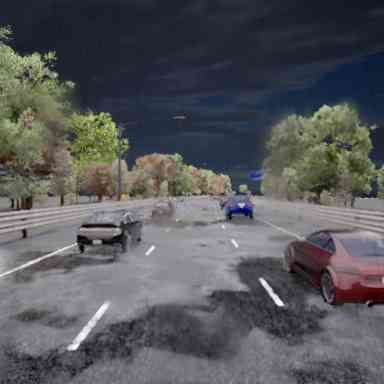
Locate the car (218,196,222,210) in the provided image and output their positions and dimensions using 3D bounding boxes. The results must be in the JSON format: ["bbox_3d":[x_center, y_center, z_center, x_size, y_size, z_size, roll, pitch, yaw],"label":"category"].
[{"bbox_3d":[4.933,1.687,46.413,1.837,1.490,4.892,0,0,3],"label":"car"}]

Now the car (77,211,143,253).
[{"bbox_3d":[-3.243,1.532,13.936,2.128,1.511,4.902,0,0,1],"label":"car"}]

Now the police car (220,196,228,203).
[{"bbox_3d":[7.610,1.768,79.044,1.930,1.638,5.238,0,0,6],"label":"police car"}]

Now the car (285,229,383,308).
[{"bbox_3d":[3.669,1.590,8.074,1.994,1.385,4.181,0,0,1],"label":"car"}]

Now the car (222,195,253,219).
[{"bbox_3d":[4.232,1.329,30.301,2.150,2.045,5.566,0,-1,3],"label":"car"}]

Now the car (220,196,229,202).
[{"bbox_3d":[8.790,1.896,89.746,2.128,1.511,4.902,0,0,7],"label":"car"}]

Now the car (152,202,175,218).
[{"bbox_3d":[-2.698,1.640,31.922,1.812,1.442,4.674,0,0,2],"label":"car"}]
